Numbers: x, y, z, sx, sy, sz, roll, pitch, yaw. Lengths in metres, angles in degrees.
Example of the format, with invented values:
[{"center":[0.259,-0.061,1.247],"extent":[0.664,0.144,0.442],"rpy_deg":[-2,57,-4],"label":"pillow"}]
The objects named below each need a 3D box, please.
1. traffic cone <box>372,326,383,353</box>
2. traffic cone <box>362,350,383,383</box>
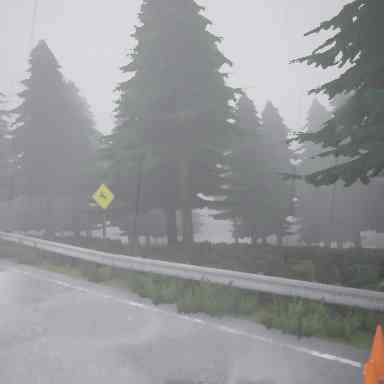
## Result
[{"center":[2.323,1.956,4.120],"extent":[0.340,0.580,0.340],"rpy_deg":[0,0,34],"label":"traffic cone"},{"center":[1.777,1.956,3.285],"extent":[0.340,0.580,0.340],"rpy_deg":[0,0,34],"label":"traffic cone"}]
